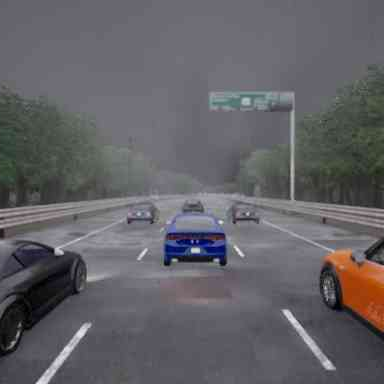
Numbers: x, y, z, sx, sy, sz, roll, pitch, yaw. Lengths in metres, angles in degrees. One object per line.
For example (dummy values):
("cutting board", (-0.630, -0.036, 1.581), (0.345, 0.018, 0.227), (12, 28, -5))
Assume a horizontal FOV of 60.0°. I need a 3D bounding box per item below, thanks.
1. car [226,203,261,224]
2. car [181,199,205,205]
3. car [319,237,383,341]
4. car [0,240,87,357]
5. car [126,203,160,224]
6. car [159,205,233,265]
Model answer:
("car", (3.598, 1.467, 23.924), (2.033, 1.411, 5.357), (0, 0, 0))
("car", (0.098, 1.411, 29.604), (1.837, 1.490, 4.892), (0, 0, 0))
("car", (3.599, 1.334, 4.834), (2.097, 1.767, 4.553), (0, 0, 0))
("car", (-3.401, 1.541, 5.971), (1.994, 1.385, 4.181), (0, 0, 0))
("car", (-3.405, 1.467, 23.857), (2.033, 1.411, 5.357), (0, 0, 0))
("car", (0.099, 1.436, 11.542), (1.882, 1.535, 5.008), (0, 0, 0))
